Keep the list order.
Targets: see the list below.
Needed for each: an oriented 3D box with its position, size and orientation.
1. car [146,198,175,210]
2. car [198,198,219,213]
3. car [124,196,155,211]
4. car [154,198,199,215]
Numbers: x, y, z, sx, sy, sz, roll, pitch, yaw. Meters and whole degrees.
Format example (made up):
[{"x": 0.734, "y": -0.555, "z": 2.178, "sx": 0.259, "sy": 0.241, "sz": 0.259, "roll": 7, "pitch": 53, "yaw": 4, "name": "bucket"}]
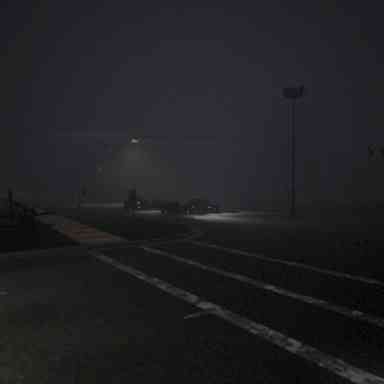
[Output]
[{"x": -4.278, "y": 1.557, "z": 44.141, "sx": 1.994, "sy": 1.385, "sz": 4.181, "roll": 0, "pitch": 0, "yaw": -35, "name": "car"}, {"x": 0.991, "y": 1.498, "z": 36.643, "sx": 1.837, "sy": 1.490, "sz": 4.892, "roll": 0, "pitch": 0, "yaw": -35, "name": "car"}, {"x": -6.810, "y": 1.347, "z": 41.662, "sx": 2.097, "sy": 1.767, "sz": 4.553, "roll": 0, "pitch": 0, "yaw": -35, "name": "car"}, {"x": -1.639, "y": 1.595, "z": 34.297, "sx": 1.895, "sy": 1.301, "sz": 4.718, "roll": 0, "pitch": 0, "yaw": -35, "name": "car"}]
